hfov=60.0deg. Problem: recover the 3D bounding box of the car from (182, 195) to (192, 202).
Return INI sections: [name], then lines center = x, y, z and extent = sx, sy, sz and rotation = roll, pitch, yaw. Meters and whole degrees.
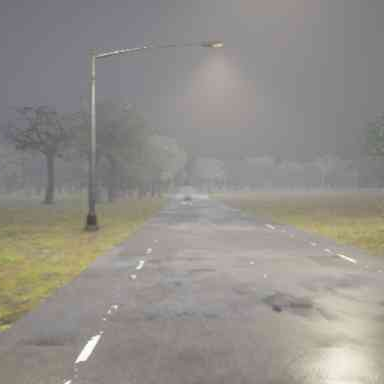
[car]
center = -0.944, 1.285, 67.867
extent = 2.033, 1.411, 5.357
rotation = 1, 0, -1
